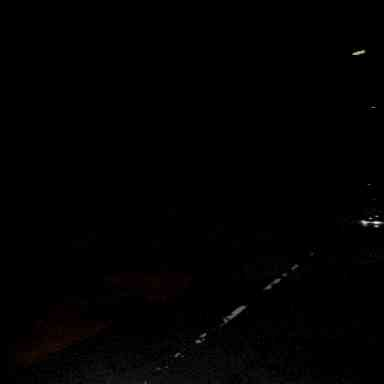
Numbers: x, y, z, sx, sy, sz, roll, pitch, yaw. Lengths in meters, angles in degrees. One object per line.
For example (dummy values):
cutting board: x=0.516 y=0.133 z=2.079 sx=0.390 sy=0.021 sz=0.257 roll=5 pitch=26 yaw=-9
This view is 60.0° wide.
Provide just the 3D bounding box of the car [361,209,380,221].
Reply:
car: x=22.160 y=2.786 z=41.213 sx=2.033 sy=1.411 sz=5.357 roll=1 pitch=-1 yaw=29
